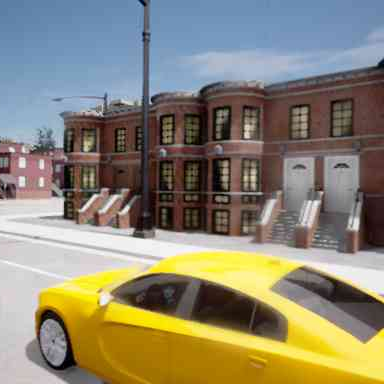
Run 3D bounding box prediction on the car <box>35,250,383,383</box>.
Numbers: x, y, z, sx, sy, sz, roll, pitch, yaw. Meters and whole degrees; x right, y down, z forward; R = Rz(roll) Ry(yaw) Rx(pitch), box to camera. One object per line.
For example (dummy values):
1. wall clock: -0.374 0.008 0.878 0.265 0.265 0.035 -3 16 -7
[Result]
1. car: 0.155 1.448 3.869 5.008 1.535 1.882 1 0 35
